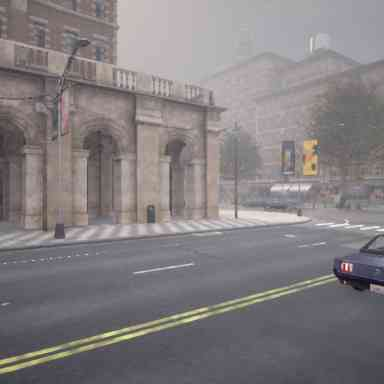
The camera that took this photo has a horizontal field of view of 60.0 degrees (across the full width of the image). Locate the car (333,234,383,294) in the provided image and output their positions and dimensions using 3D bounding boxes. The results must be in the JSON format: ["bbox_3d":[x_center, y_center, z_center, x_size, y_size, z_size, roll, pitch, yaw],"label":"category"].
[{"bbox_3d":[5.426,1.601,7.762,4.718,1.301,1.895,0,0,-36],"label":"car"}]

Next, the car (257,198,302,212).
[{"bbox_3d":[10.479,1.491,38.821,2.128,1.511,4.902,0,0,-36],"label":"car"}]

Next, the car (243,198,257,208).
[{"bbox_3d":[9.490,1.547,46.154,2.033,1.411,5.357,0,0,-36],"label":"car"}]
